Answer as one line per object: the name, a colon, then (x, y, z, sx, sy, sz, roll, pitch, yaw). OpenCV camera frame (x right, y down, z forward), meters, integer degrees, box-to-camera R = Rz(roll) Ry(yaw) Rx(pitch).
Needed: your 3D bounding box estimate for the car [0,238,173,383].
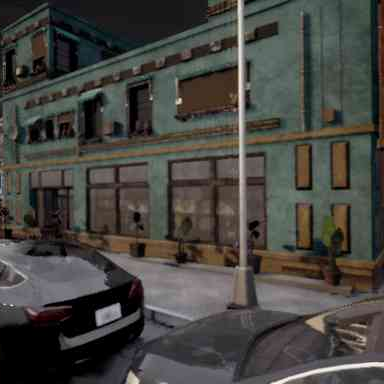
car: (-2.896, 1.493, 5.318, 4.792, 1.488, 2.163, 0, 0, 36)
